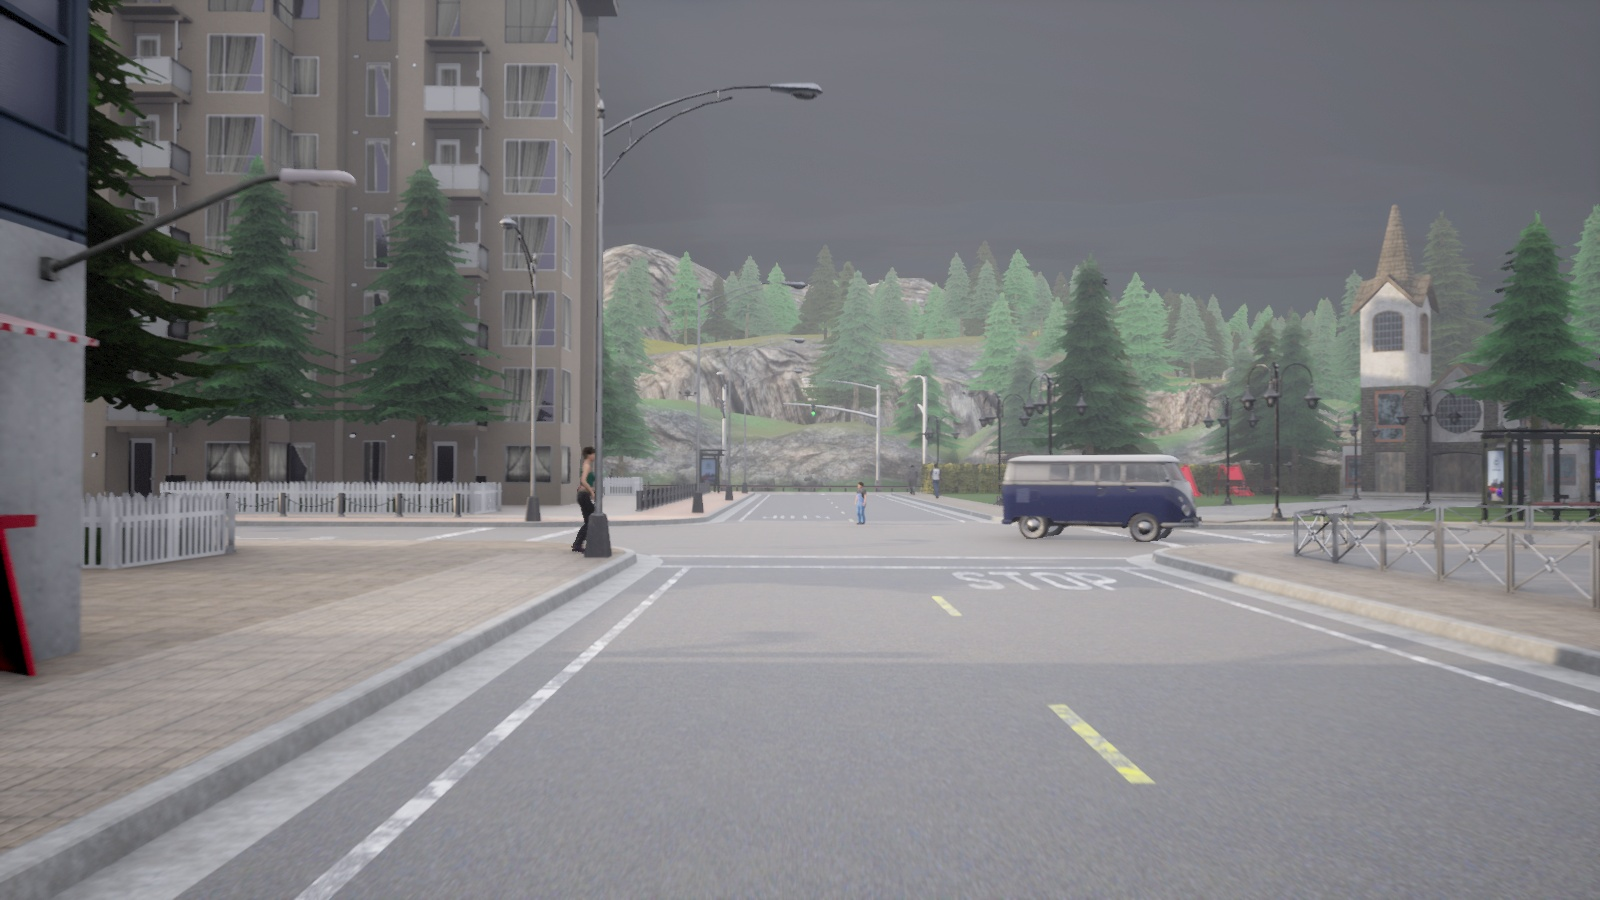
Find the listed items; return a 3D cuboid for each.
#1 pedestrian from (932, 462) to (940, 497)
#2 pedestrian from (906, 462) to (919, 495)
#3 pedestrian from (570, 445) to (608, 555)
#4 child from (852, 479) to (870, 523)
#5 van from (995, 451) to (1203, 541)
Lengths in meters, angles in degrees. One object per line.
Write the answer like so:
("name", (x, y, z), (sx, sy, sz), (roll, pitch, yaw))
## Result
("pedestrian", (7.104, 1.545, 65.597), (0.354, 1.836, 0.706), (0, -1, -2))
("pedestrian", (6.799, 1.719, 75.902), (0.659, 1.952, 0.873), (0, -1, -2))
("pedestrian", (-3.554, 0.835, 21.167), (0.594, 1.836, 0.345), (0, -1, -16))
("child", (1.776, 1.485, 36.654), (0.437, 1.263, 0.270), (0, -1, -37))
("van", (6.979, 1.045, 29.376), (4.442, 1.987, 1.775), (-1, -1, 26))
